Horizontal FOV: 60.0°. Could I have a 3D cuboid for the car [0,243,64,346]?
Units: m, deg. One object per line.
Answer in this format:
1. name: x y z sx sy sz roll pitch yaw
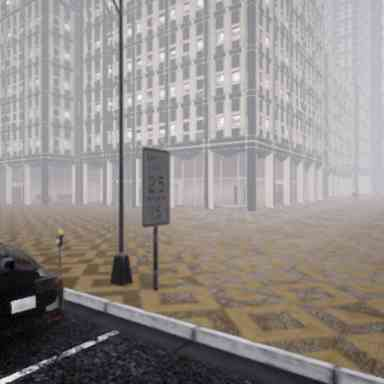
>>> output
1. car: -3.966 1.553 5.704 4.313 1.339 1.947 0 0 35
